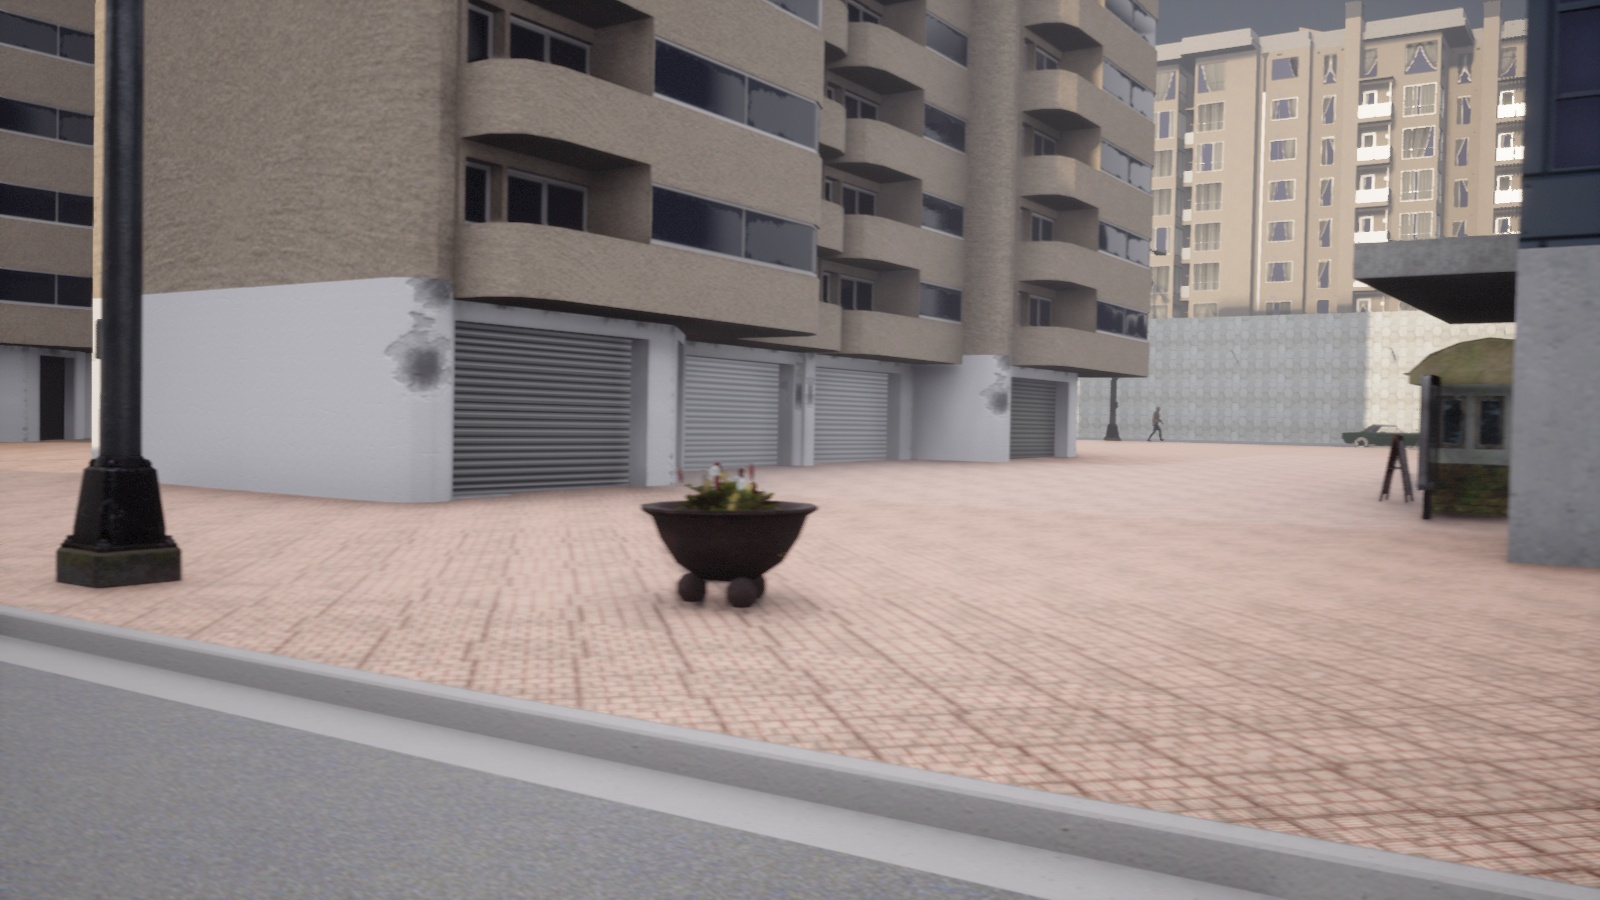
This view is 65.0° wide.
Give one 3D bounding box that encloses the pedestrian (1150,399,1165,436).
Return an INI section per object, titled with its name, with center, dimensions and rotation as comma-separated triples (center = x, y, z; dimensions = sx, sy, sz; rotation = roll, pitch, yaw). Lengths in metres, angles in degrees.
[pedestrian]
center = 17.847, -1.640, 62.764
dimensions = 0.634, 1.846, 0.331
rotation = 1, 1, 32

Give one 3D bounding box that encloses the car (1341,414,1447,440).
[car]
center = 31.010, -1.214, 65.602
dimensions = 4.718, 1.301, 1.895
rotation = 1, 2, 35
